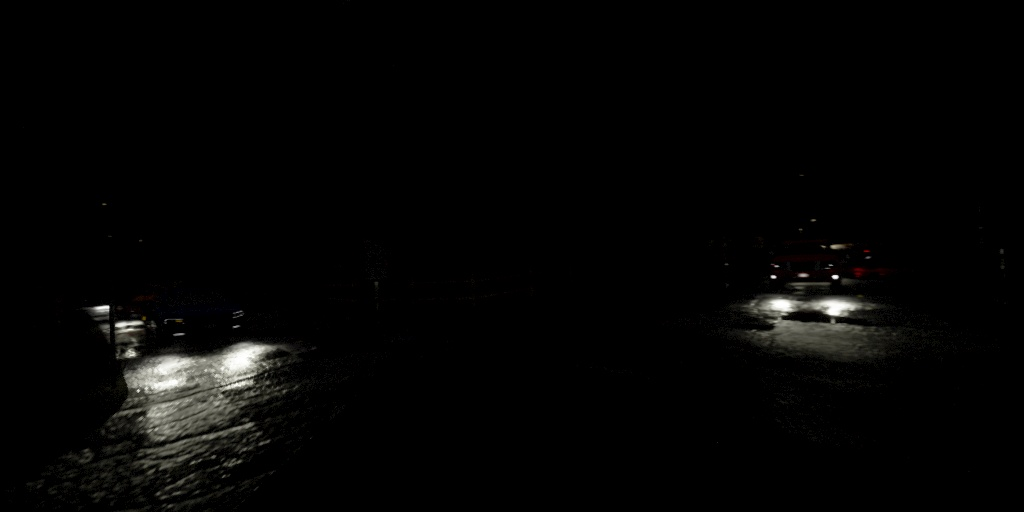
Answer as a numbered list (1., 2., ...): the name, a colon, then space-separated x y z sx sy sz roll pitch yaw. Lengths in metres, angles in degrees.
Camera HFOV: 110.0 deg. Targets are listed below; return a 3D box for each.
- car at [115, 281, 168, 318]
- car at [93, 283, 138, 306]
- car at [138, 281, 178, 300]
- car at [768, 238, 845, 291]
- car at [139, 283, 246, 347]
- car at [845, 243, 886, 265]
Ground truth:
1. car: -18.879 2.211 18.483 5.008 1.535 1.882 -3 -1 38
2. car: -29.927 2.820 27.035 4.892 1.490 1.837 -3 -1 37
3. car: -31.356 2.963 31.684 4.674 1.442 1.812 -3 -1 37
4. car: 12.632 0.275 15.475 2.150 2.045 5.566 -3 0 41
5. car: -10.158 1.748 11.402 5.008 1.535 1.882 -3 -1 40
6. car: 25.672 -0.183 26.121 2.128 1.511 4.902 -3 0 41
